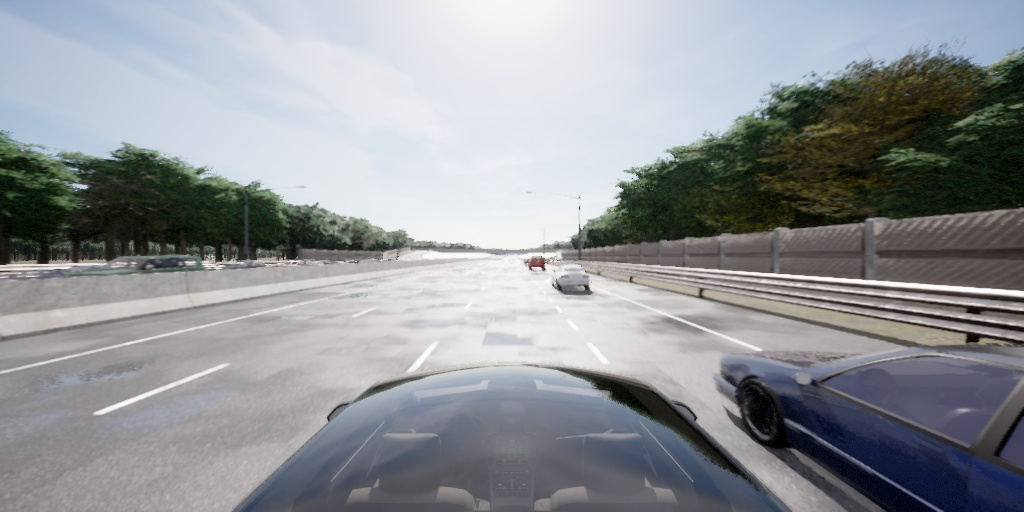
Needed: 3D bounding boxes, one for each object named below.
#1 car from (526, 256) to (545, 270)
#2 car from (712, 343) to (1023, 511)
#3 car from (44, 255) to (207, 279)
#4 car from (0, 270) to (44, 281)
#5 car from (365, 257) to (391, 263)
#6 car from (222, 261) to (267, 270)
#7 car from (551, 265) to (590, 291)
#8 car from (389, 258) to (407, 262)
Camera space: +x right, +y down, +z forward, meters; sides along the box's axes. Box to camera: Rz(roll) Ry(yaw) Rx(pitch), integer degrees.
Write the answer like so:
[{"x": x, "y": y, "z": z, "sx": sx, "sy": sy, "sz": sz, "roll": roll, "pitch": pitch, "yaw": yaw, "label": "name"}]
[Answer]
[{"x": 3.527, "y": 0.975, "z": 51.655, "sx": 2.150, "sy": 2.045, "sz": 5.566, "roll": 0, "pitch": 0, "yaw": 0, "label": "car"}, {"x": 3.500, "y": 1.296, "z": 2.154, "sx": 2.033, "sy": 1.411, "sz": 5.357, "roll": 0, "pitch": 0, "yaw": 0, "label": "car"}, {"x": -17.580, "y": 0.970, "z": 17.144, "sx": 2.150, "sy": 2.045, "sz": 5.566, "roll": 0, "pitch": 0, "yaw": 0, "label": "car"}, {"x": -21.079, "y": 1.311, "z": 16.185, "sx": 1.994, "sy": 1.385, "sz": 4.181, "roll": 0, "pitch": 0, "yaw": 0, "label": "car"}, {"x": -20.969, "y": 1.304, "z": 57.262, "sx": 2.033, "sy": 1.411, "sz": 5.357, "roll": 0, "pitch": 0, "yaw": 0, "label": "car"}, {"x": -28.038, "y": 1.237, "z": 37.654, "sx": 2.128, "sy": 1.511, "sz": 4.902, "roll": 0, "pitch": 0, "yaw": 1, "label": "car"}, {"x": 3.508, "y": 1.269, "z": 21.920, "sx": 1.812, "sy": 1.442, "sz": 4.674, "roll": 0, "pitch": 0, "yaw": 0, "label": "car"}, {"x": -17.479, "y": 1.319, "z": 57.339, "sx": 1.994, "sy": 1.385, "sz": 4.181, "roll": 0, "pitch": 0, "yaw": 1, "label": "car"}]
